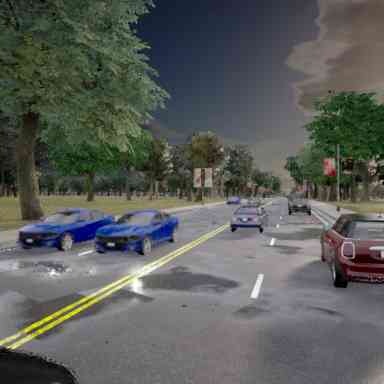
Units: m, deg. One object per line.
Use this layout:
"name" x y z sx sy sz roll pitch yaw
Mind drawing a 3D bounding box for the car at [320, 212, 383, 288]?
"car" 4.790 1.353 9.114 2.097 1.767 4.553 0 0 16

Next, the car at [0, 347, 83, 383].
"car" -2.145 1.492 0.690 2.128 1.511 4.902 0 0 16

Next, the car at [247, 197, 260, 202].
"car" 10.290 1.561 55.347 2.128 1.511 4.902 0 0 17

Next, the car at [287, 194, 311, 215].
"car" 10.957 1.367 33.962 2.097 1.767 4.553 0 0 17

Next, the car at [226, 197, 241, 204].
"car" 7.019 1.545 55.747 1.882 1.535 5.008 0 0 17

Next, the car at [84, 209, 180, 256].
"car" -1.999 1.479 13.461 1.882 1.535 5.008 0 0 16

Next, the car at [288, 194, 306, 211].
"car" 13.771 1.259 43.789 2.150 2.045 5.566 0 0 16

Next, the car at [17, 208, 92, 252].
"car" -5.131 1.478 14.332 1.882 1.535 5.008 0 0 16

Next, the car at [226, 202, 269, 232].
"car" 3.587 1.548 20.274 2.033 1.411 5.357 0 0 17
